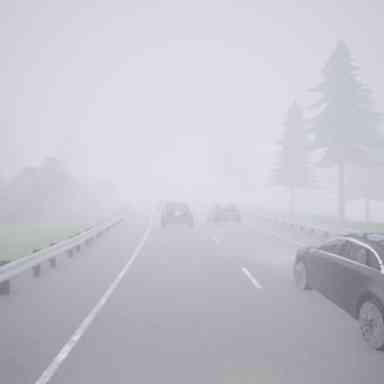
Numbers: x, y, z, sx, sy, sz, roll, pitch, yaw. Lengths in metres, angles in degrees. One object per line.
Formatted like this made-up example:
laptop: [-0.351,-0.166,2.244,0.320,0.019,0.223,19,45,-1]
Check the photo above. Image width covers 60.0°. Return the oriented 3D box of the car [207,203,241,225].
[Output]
car: [2.270,1.561,24.433,2.128,1.511,4.902,0,0,-6]

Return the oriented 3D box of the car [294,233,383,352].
car: [3.438,1.505,6.189,2.128,1.511,4.902,0,0,-2]

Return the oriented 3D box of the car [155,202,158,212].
car: [-3.427,1.620,40.564,2.128,1.511,4.902,0,0,-9]

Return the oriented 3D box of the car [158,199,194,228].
car: [-1.103,1.423,22.907,2.097,1.767,4.553,0,0,-5]
